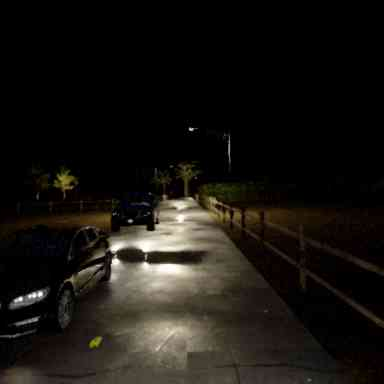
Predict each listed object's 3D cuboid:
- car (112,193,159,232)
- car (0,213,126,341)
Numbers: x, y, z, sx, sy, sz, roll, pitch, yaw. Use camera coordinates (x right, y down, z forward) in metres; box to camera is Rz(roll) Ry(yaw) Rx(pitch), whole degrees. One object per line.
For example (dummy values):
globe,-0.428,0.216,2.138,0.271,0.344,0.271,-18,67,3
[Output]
car,-3.135,1.083,19.339,2.150,2.045,5.566,-1,0,-1
car,-2.934,1.452,6.783,2.128,1.511,4.902,-1,0,-1
